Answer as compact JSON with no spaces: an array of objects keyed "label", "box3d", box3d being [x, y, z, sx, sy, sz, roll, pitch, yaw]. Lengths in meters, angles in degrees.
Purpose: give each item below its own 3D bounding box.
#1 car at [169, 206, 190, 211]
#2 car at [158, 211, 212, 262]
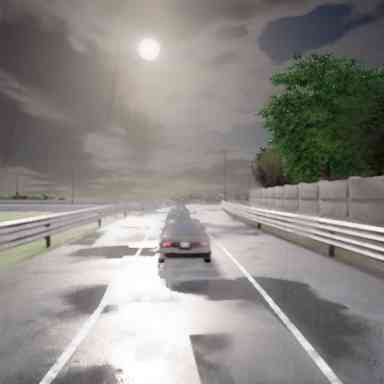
[{"label":"car","box3d":[-1.086,1.880,28.684,1.994,1.385,4.181,0,-1,0]},{"label":"car","box3d":[-0.324,1.692,12.720,2.033,1.411,5.357,0,-1,-3]}]
